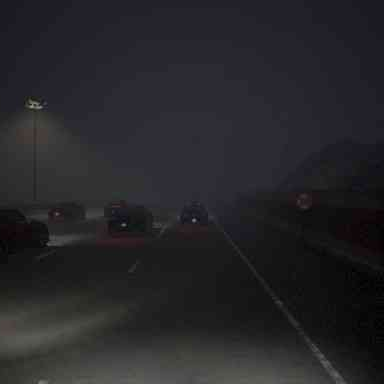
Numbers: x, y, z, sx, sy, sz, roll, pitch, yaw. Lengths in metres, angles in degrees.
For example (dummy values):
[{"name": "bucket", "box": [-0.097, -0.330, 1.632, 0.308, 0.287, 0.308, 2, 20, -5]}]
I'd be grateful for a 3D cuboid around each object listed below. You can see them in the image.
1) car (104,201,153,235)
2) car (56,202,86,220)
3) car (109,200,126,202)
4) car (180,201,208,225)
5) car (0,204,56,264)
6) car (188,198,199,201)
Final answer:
[{"name": "car", "box": [-3.362, 1.475, 18.870, 1.882, 1.535, 5.008, 0, 0, 0]}, {"name": "car", "box": [-10.344, 1.520, 27.770, 1.812, 1.442, 4.674, 0, 0, 0]}, {"name": "car", "box": [-6.836, 1.487, 31.142, 2.128, 1.511, 4.902, 0, 0, 0]}, {"name": "car", "box": [0.148, 1.600, 24.314, 1.895, 1.301, 4.718, 0, 0, 0]}, {"name": "car", "box": [-6.874, 1.348, 11.670, 2.097, 1.767, 4.553, 0, 0, 0]}, {"name": "car", "box": [0.179, 1.524, 42.480, 1.812, 1.442, 4.674, 0, 0, 0]}]
